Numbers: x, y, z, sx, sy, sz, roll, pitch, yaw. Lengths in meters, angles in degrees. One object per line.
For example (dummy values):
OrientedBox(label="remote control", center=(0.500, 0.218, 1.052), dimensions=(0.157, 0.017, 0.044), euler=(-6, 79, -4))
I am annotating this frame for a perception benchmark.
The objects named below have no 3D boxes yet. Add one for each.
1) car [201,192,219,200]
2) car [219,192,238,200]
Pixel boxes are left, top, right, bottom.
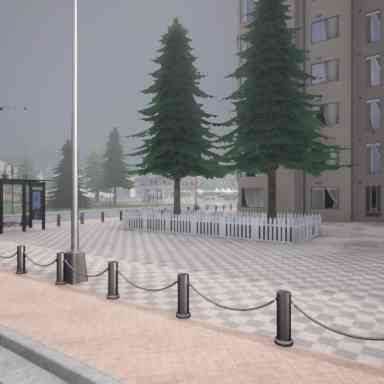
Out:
OrientedBox(label="car", center=(5.185, 1.384, 91.418), dimensions=(3.806, 1.475, 1.970), euler=(0, 0, 35))
OrientedBox(label="car", center=(9.547, 1.374, 84.715), dimensions=(3.633, 1.501, 1.845), euler=(0, 0, 35))
